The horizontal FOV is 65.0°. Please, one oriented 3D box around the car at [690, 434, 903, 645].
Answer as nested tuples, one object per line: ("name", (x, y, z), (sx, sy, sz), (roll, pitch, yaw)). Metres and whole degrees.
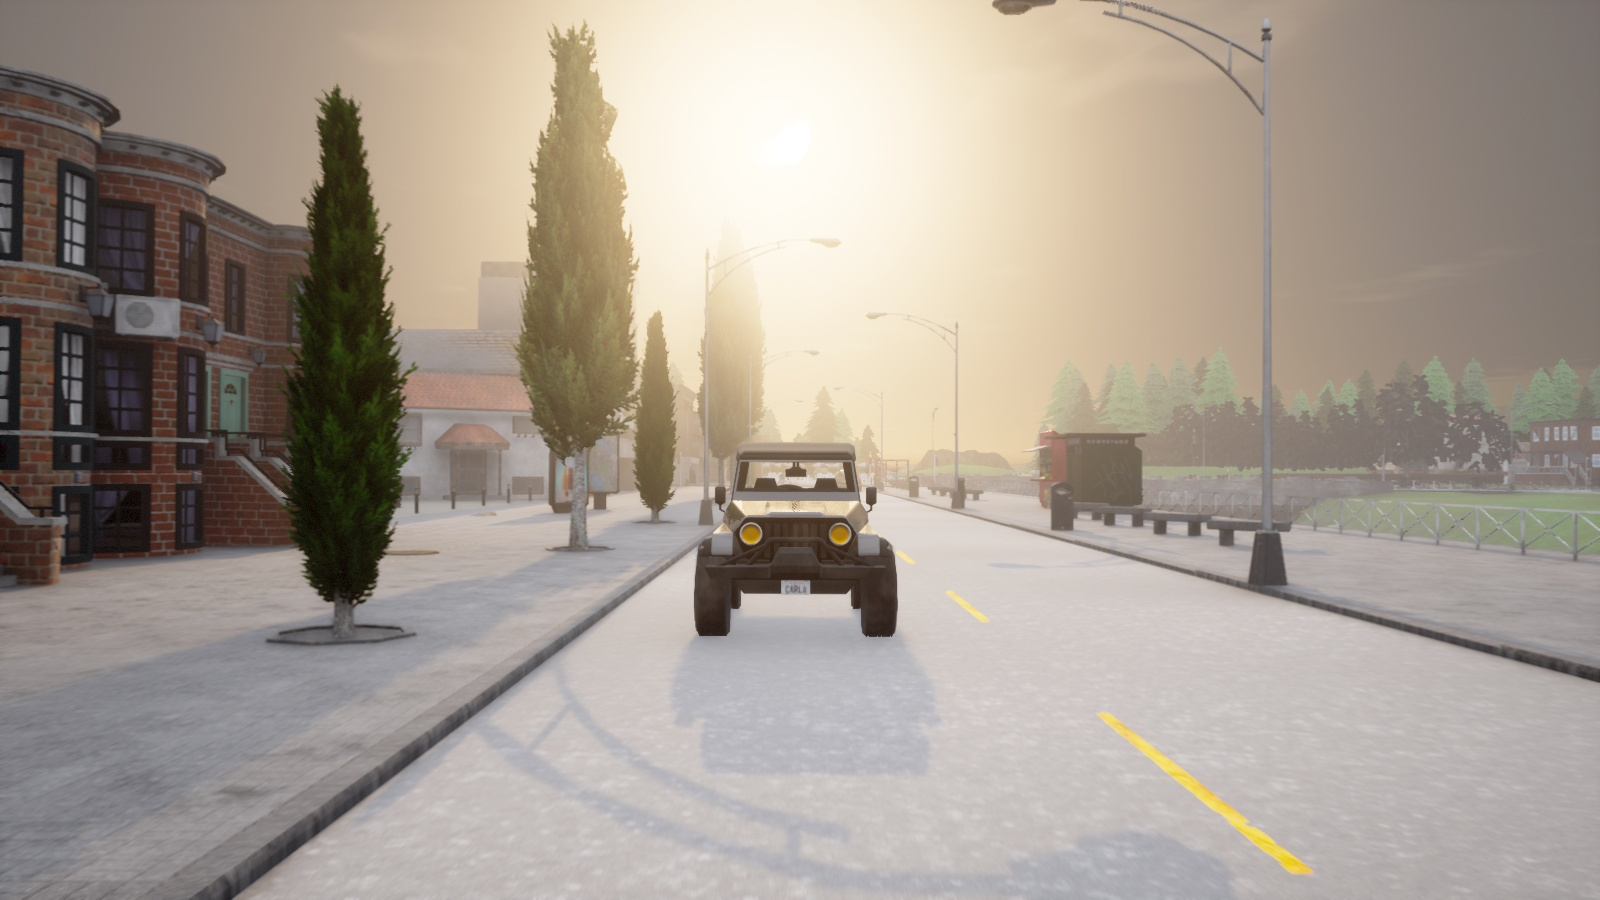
("car", (-0.035, 0.832, 13.193), (1.905, 1.878, 3.866), (0, -1, 0))
